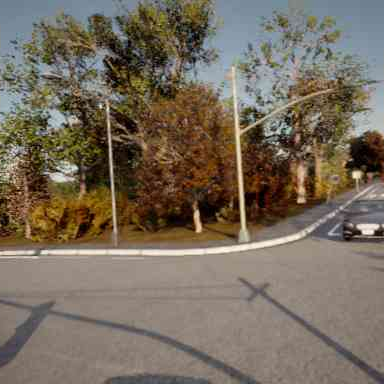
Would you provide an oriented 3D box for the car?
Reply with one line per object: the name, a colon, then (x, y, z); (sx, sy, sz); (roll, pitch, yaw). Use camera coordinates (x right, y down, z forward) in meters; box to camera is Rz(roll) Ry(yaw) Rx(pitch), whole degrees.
car: (7.436, 1.048, 13.837); (2.128, 1.511, 4.902); (-4, 0, 31)
